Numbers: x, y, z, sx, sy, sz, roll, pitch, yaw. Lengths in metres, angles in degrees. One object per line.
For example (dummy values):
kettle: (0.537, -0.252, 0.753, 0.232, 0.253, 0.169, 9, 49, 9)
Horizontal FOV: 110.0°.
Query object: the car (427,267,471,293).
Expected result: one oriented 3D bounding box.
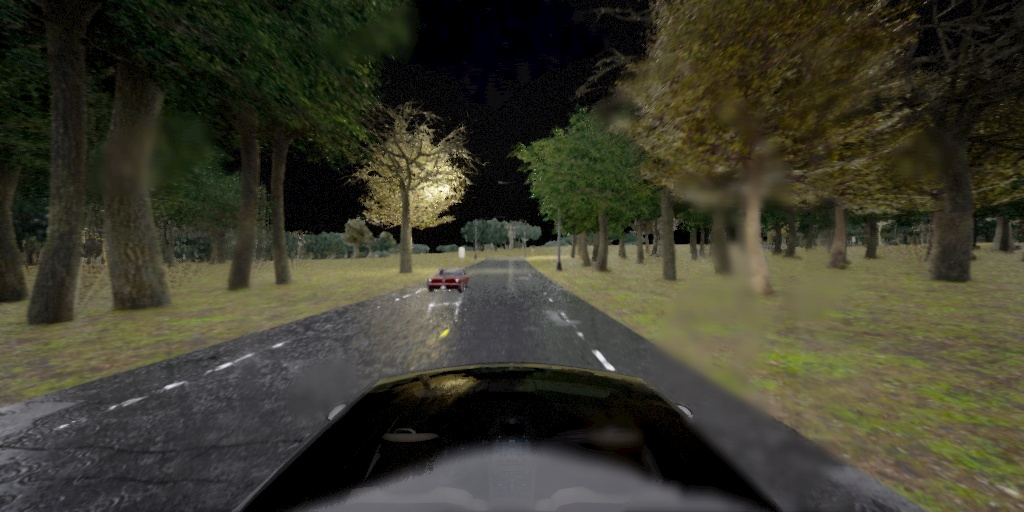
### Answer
car: (-3.588, 1.349, 20.948, 1.895, 1.301, 4.718, 0, 0, 0)
